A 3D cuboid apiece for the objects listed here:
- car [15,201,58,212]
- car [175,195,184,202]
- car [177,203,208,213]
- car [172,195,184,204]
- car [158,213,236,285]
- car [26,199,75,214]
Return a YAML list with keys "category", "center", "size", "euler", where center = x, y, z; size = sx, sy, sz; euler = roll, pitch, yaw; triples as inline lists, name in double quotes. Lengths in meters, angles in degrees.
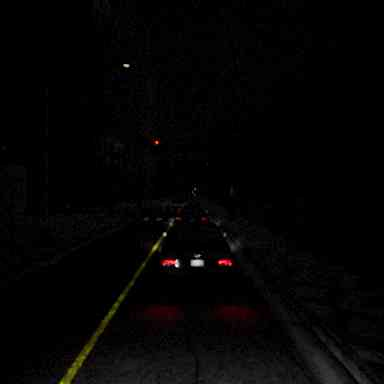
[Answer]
- category: "car"
  center: [-19.012, 1.755, 40.785]
  size: [4.313, 1.339, 1.947]
  euler: [0, -2, 0]
- category: "car"
  center: [-3.006, 1.612, 82.410]
  size: [2.097, 1.767, 4.553]
  euler: [0, 0, 0]
- category: "car"
  center: [0.030, 1.587, 20.057]
  size: [1.994, 1.385, 4.181]
  euler: [0, 0, 1]
- category: "car"
  center: [-3.012, 1.732, 66.168]
  size: [2.033, 1.411, 5.357]
  euler: [0, 0, 0]
- category: "car"
  center: [0.088, 1.557, 9.566]
  size: [2.033, 1.411, 5.357]
  euler: [0, 0, 0]
- category: "car"
  center: [-13.546, 1.395, 32.275]
  size: [4.097, 1.590, 1.967]
  euler: [0, -2, -1]
